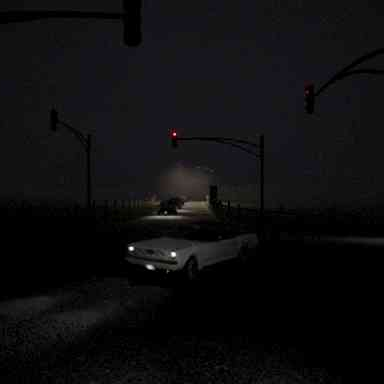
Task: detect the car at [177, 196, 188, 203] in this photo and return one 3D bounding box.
[{"bbox_3d":[-1.900,1.591,69.044,1.994,1.385,4.181,0,0,1],"label":"car"}]

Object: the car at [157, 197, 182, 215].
[{"bbox_3d":[-2.465,1.553,34.216,2.033,1.411,5.357,0,0,0],"label":"car"}]

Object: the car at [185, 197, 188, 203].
[{"bbox_3d":[-2.190,1.561,54.704,2.033,1.411,5.357,0,0,1],"label":"car"}]

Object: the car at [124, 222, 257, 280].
[{"bbox_3d":[0.202,1.620,10.218,1.895,1.301,4.718,0,-1,36],"label":"car"}]

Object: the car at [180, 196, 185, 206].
[{"bbox_3d":[-2.326,1.514,44.263,1.837,1.490,4.892,0,0,1],"label":"car"}]
